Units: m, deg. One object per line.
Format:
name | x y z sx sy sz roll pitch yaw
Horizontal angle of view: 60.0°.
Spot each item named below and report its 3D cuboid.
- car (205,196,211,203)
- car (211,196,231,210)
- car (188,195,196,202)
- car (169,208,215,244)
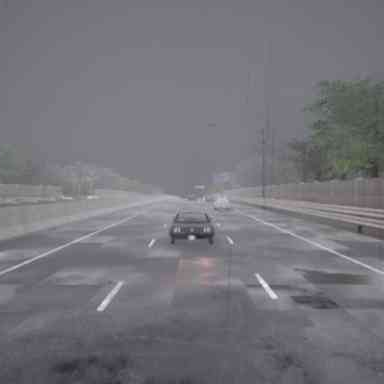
car | 3.612 1.512 67.801 2.033 1.411 5.357 0 0 0
car | 3.608 1.448 40.325 1.812 1.442 4.674 0 0 0
car | 0.016 1.507 79.521 1.837 1.490 4.892 0 0 0
car | 0.005 1.569 15.683 1.895 1.301 4.718 0 0 0
